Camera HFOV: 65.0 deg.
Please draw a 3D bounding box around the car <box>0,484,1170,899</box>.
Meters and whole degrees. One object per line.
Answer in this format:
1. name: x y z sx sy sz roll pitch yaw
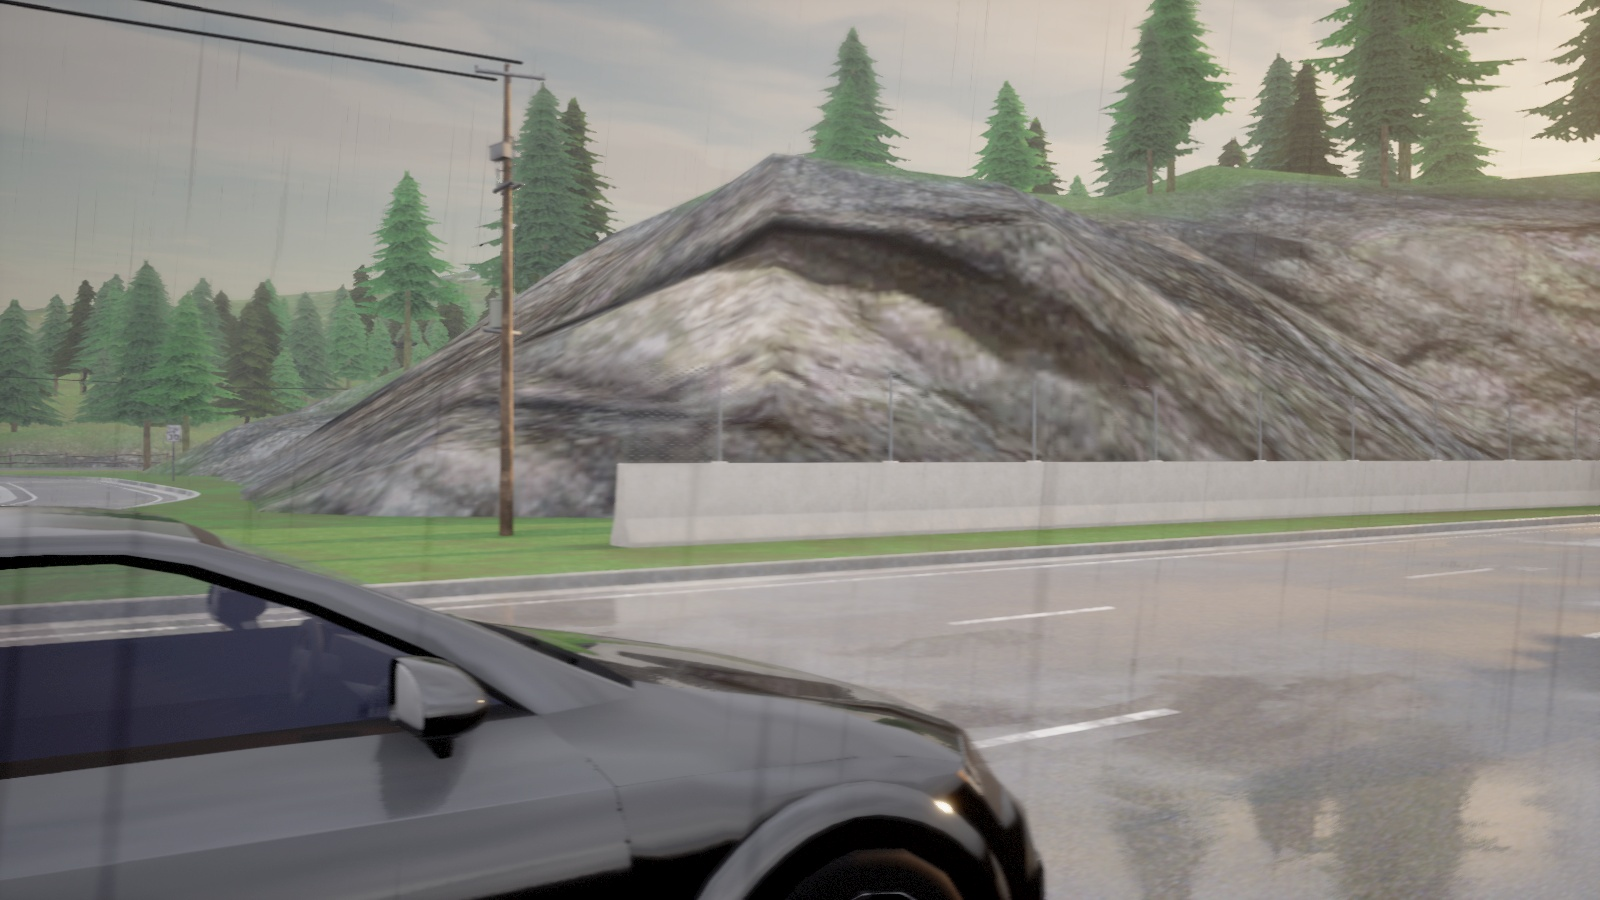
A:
1. car: -1.381 0.818 2.697 4.181 1.385 1.994 0 0 -35
